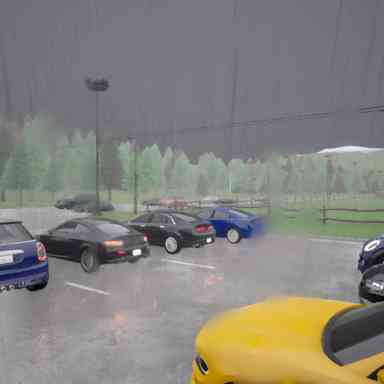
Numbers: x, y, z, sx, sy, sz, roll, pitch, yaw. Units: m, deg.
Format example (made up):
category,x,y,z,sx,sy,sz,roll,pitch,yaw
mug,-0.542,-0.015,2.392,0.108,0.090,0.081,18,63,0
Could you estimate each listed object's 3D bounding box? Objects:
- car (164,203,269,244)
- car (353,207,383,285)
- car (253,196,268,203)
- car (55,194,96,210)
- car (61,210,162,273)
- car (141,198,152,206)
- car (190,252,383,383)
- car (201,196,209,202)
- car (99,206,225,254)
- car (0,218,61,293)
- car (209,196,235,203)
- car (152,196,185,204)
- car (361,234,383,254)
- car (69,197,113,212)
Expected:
category,x,y,z,sx,sy,sz,roll,pitch,yaw
car,1.164,1.478,15.996,5.008,1.535,1.882,0,0,36
car,6.525,1.354,7.936,4.553,1.767,2.097,0,0,35
car,14.568,1.512,69.999,1.812,1.442,4.674,0,0,36
car,-14.459,1.221,42.048,2.150,2.045,5.566,0,0,35
car,-3.408,1.526,10.665,4.674,1.442,1.812,0,0,36
car,-6.290,1.564,53.438,1.994,1.385,4.181,0,0,36
car,2.289,1.478,2.362,5.008,1.535,1.882,0,0,35
car,3.587,1.526,66.870,1.812,1.442,4.674,0,0,37
car,-1.356,1.505,13.502,4.892,1.490,1.837,0,0,36
car,-5.400,1.352,7.785,4.553,1.767,2.097,0,0,36
car,5.451,1.600,57.645,1.895,1.301,4.718,0,0,36
car,-2.857,1.351,46.268,2.097,1.767,4.553,0,0,36
car,5.073,1.491,4.673,4.902,1.511,2.128,0,0,35
car,-10.399,1.564,35.514,1.994,1.385,4.181,0,0,34
